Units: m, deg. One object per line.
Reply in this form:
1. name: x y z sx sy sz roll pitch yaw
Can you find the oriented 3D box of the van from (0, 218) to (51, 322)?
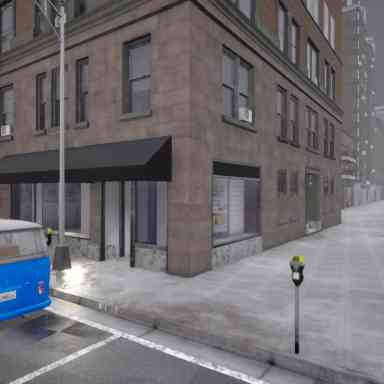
1. van: -4.308 1.340 6.092 3.998 1.788 1.690 0 0 35
